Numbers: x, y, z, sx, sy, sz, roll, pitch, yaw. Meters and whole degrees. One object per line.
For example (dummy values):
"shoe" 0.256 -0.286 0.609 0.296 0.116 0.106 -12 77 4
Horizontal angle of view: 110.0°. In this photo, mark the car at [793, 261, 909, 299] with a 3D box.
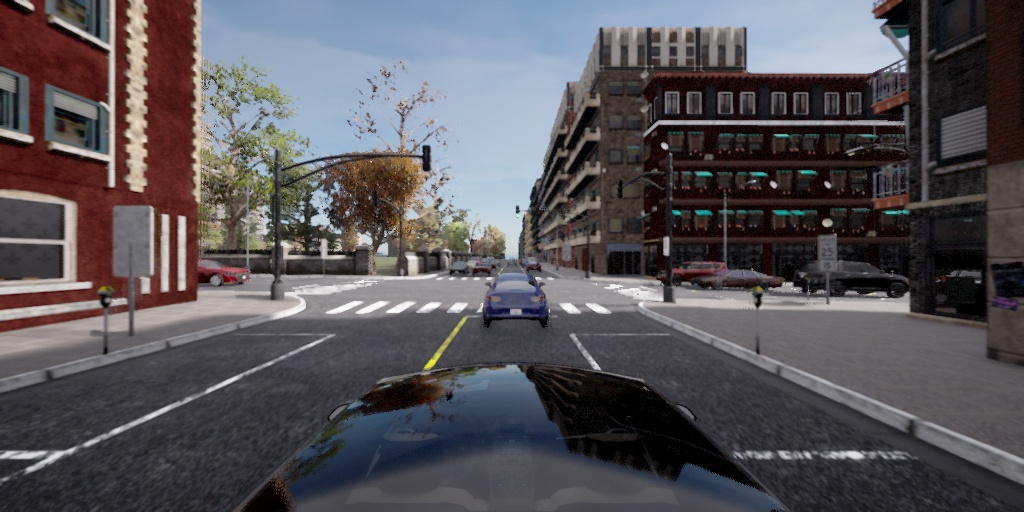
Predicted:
"car" 19.773 1.331 21.058 5.566 2.045 2.150 1 0 1

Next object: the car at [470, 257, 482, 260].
"car" -5.673 1.251 50.172 1.751 1.417 4.829 0 0 0

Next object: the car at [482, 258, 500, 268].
"car" -3.053 1.327 50.774 1.895 1.301 4.718 0 0 0

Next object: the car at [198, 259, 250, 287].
"car" -17.925 0.913 20.655 5.008 1.535 1.882 1 0 -1

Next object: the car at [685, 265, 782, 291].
"car" 15.025 1.580 24.159 5.357 1.411 2.033 1 0 -1

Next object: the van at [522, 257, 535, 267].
"van" 2.707 1.066 50.338 1.690 1.789 3.998 0 0 0

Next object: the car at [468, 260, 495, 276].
"car" -3.082 1.328 37.380 1.895 1.301 4.718 0 0 0

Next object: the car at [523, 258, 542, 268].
"car" 2.705 1.270 44.708 1.888 1.381 4.507 0 0 0

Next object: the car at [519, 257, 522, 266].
"car" 2.710 1.168 61.599 1.967 1.591 4.097 0 0 0

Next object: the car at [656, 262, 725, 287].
"car" 13.458 1.326 26.734 5.009 1.841 2.192 0 0 -1

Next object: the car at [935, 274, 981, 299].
"car" 24.962 1.778 18.492 4.207 1.307 1.802 0 0 -1

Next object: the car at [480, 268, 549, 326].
"car" 0.103 1.266 11.465 1.812 1.442 4.674 0 0 0

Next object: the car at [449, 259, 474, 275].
"car" -5.677 1.292 39.080 1.948 1.339 4.313 0 0 0

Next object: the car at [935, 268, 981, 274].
"car" 29.798 1.652 24.291 4.553 1.767 2.097 1 0 -1

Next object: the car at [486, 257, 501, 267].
"car" -3.006 1.221 64.475 2.128 1.511 4.902 0 0 0
